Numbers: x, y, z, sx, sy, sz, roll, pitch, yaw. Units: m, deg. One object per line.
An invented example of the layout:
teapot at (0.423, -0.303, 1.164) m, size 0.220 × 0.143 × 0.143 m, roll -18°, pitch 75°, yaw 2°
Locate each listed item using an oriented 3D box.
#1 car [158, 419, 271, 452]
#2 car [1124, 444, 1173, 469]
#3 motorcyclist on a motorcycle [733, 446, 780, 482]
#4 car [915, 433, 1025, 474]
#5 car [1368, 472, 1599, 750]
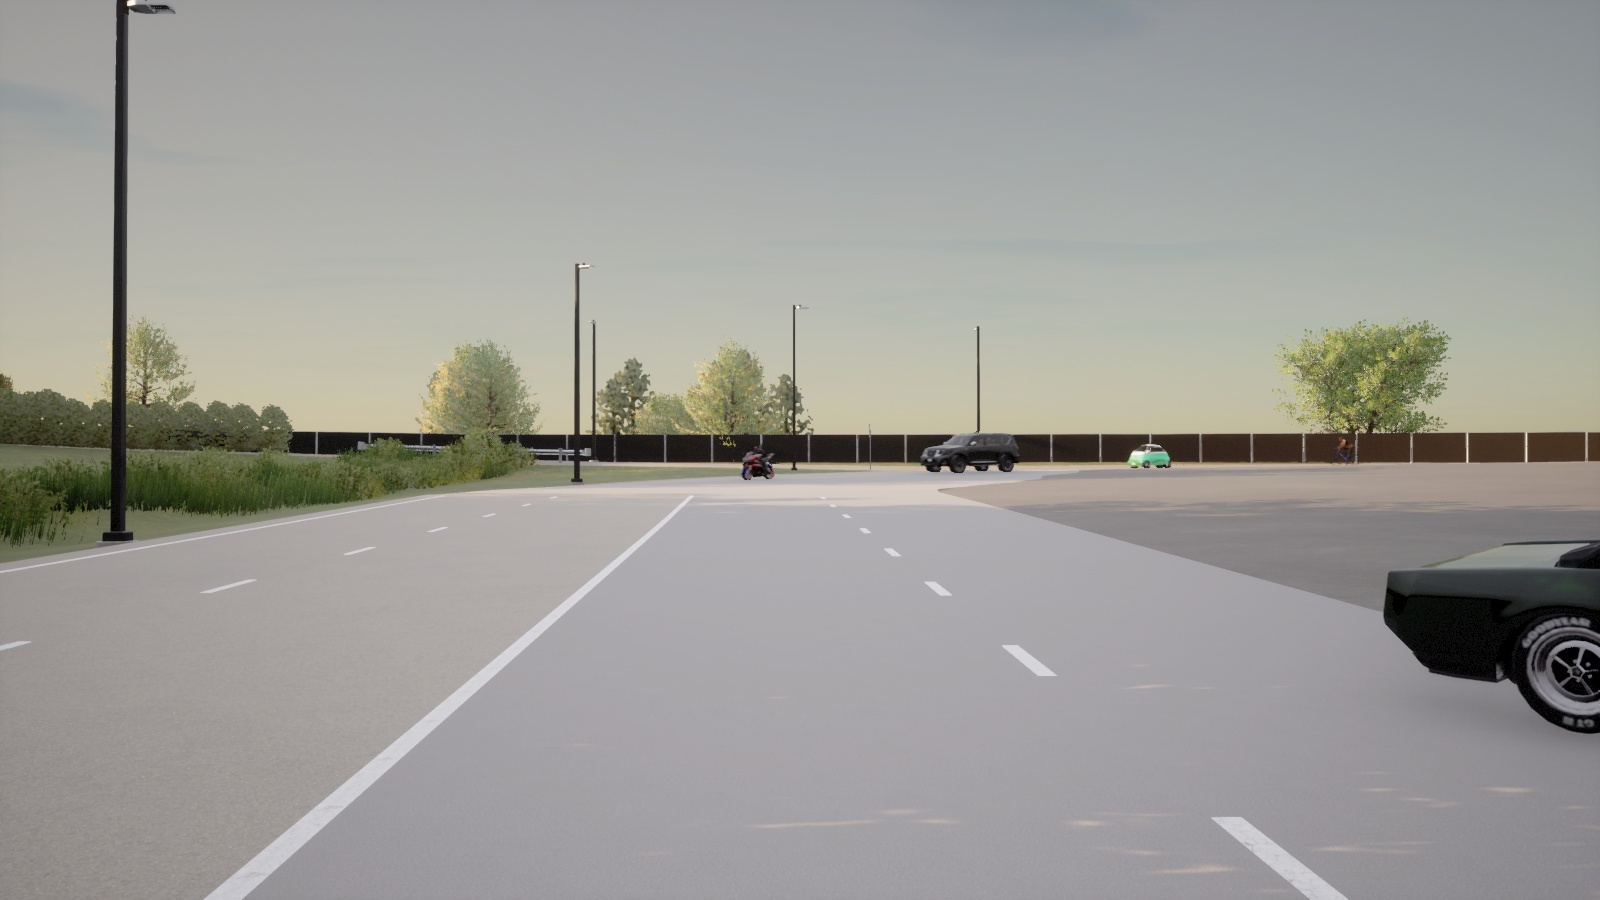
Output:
car at (-30.374, -0.718, 65.274) m, size 1.882 × 1.535 × 5.008 m, roll 0°, pitch -2°, yaw 36°
car at (19.897, 0.399, 71.657) m, size 2.207 × 1.376 × 1.481 m, roll 0°, pitch -2°, yaw -19°
motorcyclist on a motorcycle at (-1.886, 0.589, 54.556) m, size 0.866 × 1.530 × 2.191 m, roll 0°, pitch 0°, yaw 36°
car at (8.780, 0.154, 64.673) m, size 5.566 × 2.045 × 2.150 m, roll 0°, pitch 0°, yaw -34°
car at (5.541, 0.801, 6.033) m, size 1.895 × 1.301 × 4.718 m, roll -4°, pitch 1°, yaw -40°
